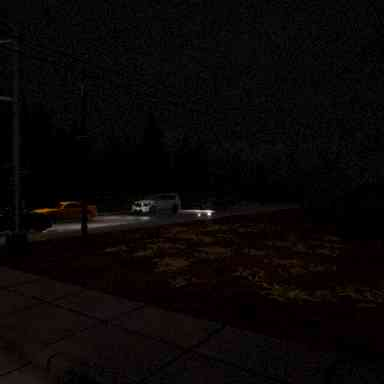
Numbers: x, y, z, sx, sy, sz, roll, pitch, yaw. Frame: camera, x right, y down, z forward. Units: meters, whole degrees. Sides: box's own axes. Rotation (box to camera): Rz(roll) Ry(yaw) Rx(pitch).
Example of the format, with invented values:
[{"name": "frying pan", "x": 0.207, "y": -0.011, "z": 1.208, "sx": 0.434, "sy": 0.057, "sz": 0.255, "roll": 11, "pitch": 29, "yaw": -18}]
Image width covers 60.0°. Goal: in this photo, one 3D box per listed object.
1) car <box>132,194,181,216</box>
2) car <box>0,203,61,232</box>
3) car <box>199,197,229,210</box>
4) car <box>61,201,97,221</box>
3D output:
[{"name": "car", "x": -3.419, "y": 1.184, "z": 33.240, "sx": 2.150, "sy": 2.045, "sz": 5.566, "roll": 0, "pitch": 0, "yaw": 36}, {"name": "car", "x": -10.068, "y": 1.529, "z": 17.951, "sx": 2.128, "sy": 1.511, "sz": 4.902, "roll": 0, "pitch": 0, "yaw": 36}, {"name": "car", "x": 2.805, "y": 1.412, "z": 41.597, "sx": 1.837, "sy": 1.490, "sz": 4.892, "roll": 0, "pitch": 0, "yaw": 37}, {"name": "car", "x": -9.535, "y": 1.494, "z": 25.001, "sx": 1.882, "sy": 1.535, "sz": 5.008, "roll": 0, "pitch": 0, "yaw": 37}]
